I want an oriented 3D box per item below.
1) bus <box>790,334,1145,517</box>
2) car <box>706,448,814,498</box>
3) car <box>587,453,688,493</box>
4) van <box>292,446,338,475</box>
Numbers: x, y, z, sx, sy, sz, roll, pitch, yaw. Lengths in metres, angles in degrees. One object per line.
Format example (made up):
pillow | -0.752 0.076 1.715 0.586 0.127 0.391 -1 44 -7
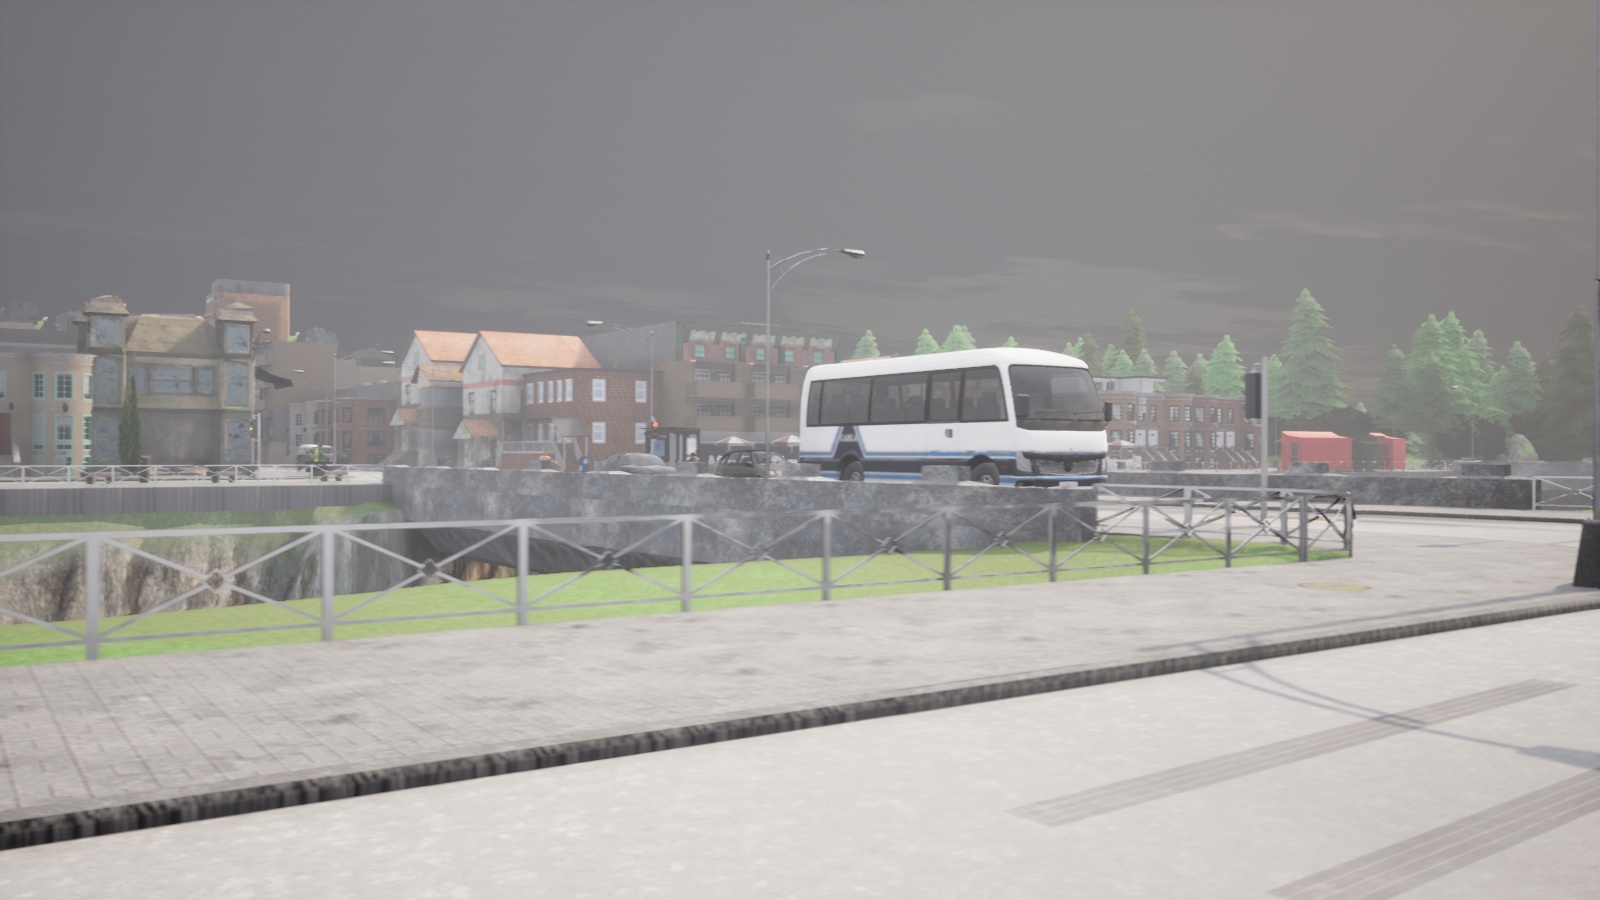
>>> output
bus | 4.153 -0.556 34.590 3.944 4.253 10.273 0 0 -33
car | -1.410 0.750 42.522 1.851 1.617 3.988 0 0 -33
car | -6.487 0.885 49.680 1.837 1.490 4.892 0 0 -36
van | -35.042 0.765 90.681 2.069 2.038 4.480 0 0 -35
